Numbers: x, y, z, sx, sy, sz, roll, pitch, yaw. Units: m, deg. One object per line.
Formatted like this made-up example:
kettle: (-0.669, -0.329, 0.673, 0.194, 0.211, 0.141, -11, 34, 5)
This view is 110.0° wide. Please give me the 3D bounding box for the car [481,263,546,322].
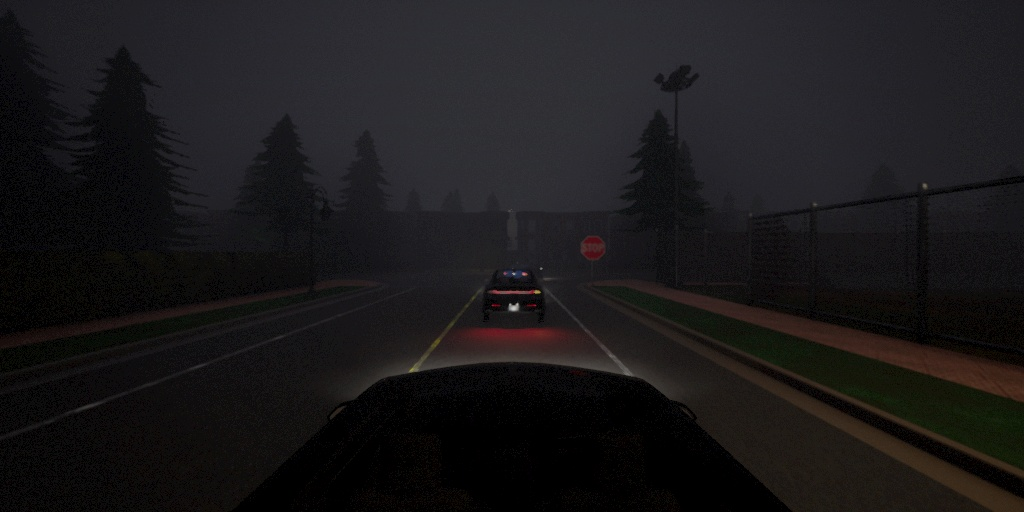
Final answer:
car: (0.064, 1.165, 11.982, 2.128, 1.511, 4.902, 0, 0, 0)
